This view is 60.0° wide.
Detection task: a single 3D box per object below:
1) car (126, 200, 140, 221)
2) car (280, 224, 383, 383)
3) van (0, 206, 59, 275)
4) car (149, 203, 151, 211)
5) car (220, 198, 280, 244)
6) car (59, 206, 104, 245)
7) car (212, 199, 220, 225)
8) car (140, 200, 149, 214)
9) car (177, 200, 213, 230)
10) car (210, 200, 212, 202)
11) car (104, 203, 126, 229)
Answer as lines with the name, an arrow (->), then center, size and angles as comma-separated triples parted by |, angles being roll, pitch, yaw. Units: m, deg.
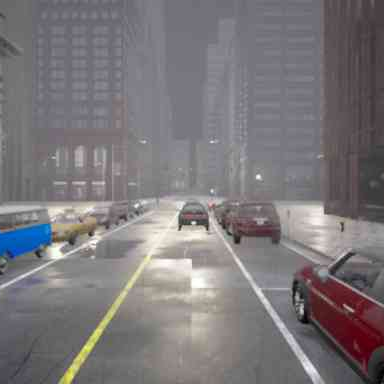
car -> -5.773, 1.573, 27.014 | 1.947, 1.339, 4.313 | 0, 0, 0
car -> 2.758, 1.440, 4.475 | 1.967, 1.590, 4.097 | 0, 0, 0
van -> -5.769, 1.342, 10.105 | 1.690, 1.788, 3.998 | 0, 0, 0
car -> -5.776, 1.566, 38.287 | 2.008, 1.369, 4.403 | 0, 0, 0
car -> 2.754, 1.317, 15.746 | 2.192, 1.841, 5.009 | 0, 0, 0
car -> -5.770, 1.528, 15.571 | 1.752, 1.417, 4.829 | 0, 0, 0
car -> 2.752, 1.319, 21.383 | 2.192, 1.841, 5.009 | 0, 0, 0
car -> -5.775, 1.577, 32.651 | 1.947, 1.339, 4.313 | 0, 0, 0
car -> 0.094, 1.508, 21.068 | 1.837, 1.490, 4.892 | 0, 0, 0
car -> 2.752, 1.573, 27.019 | 1.947, 1.339, 4.313 | 0, 0, 0
car -> -5.771, 1.586, 21.378 | 1.802, 1.307, 4.206 | 0, 0, 0
